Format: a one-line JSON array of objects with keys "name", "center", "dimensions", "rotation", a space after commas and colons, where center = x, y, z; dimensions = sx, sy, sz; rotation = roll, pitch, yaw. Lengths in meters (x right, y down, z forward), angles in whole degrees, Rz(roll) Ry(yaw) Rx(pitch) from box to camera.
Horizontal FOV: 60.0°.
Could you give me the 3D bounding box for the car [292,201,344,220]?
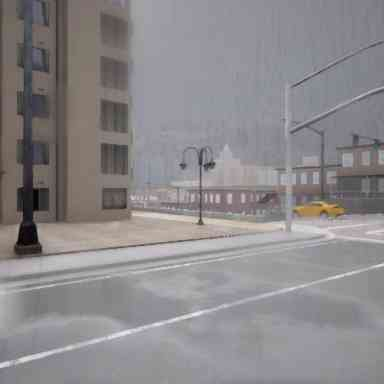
[{"name": "car", "center": [11.625, 1.655, 31.170], "dimensions": [1.882, 1.535, 5.008], "rotation": [0, -2, -36]}]
